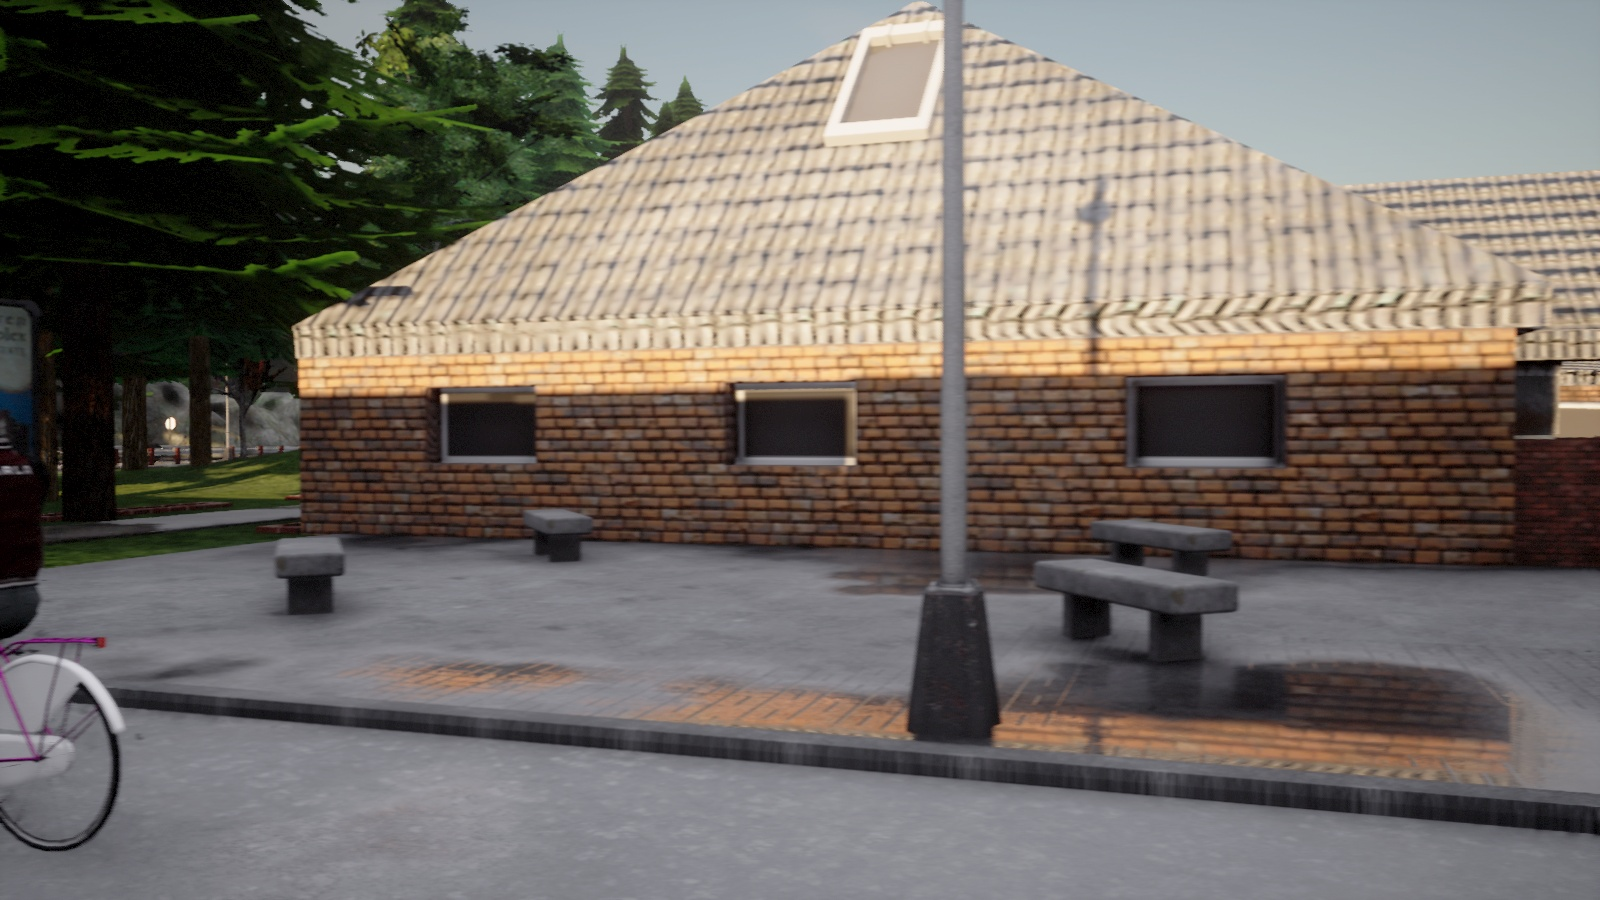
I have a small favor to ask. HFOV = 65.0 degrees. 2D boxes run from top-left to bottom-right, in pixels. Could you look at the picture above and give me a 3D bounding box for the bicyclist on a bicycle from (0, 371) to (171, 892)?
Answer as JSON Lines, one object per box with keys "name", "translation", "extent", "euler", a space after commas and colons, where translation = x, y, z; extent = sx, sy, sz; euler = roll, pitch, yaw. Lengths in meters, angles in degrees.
{"name": "bicyclist on a bicycle", "translation": [-3.431, 0.604, 4.873], "extent": [1.843, 1.776, 0.659], "euler": [1, 1, 19]}
